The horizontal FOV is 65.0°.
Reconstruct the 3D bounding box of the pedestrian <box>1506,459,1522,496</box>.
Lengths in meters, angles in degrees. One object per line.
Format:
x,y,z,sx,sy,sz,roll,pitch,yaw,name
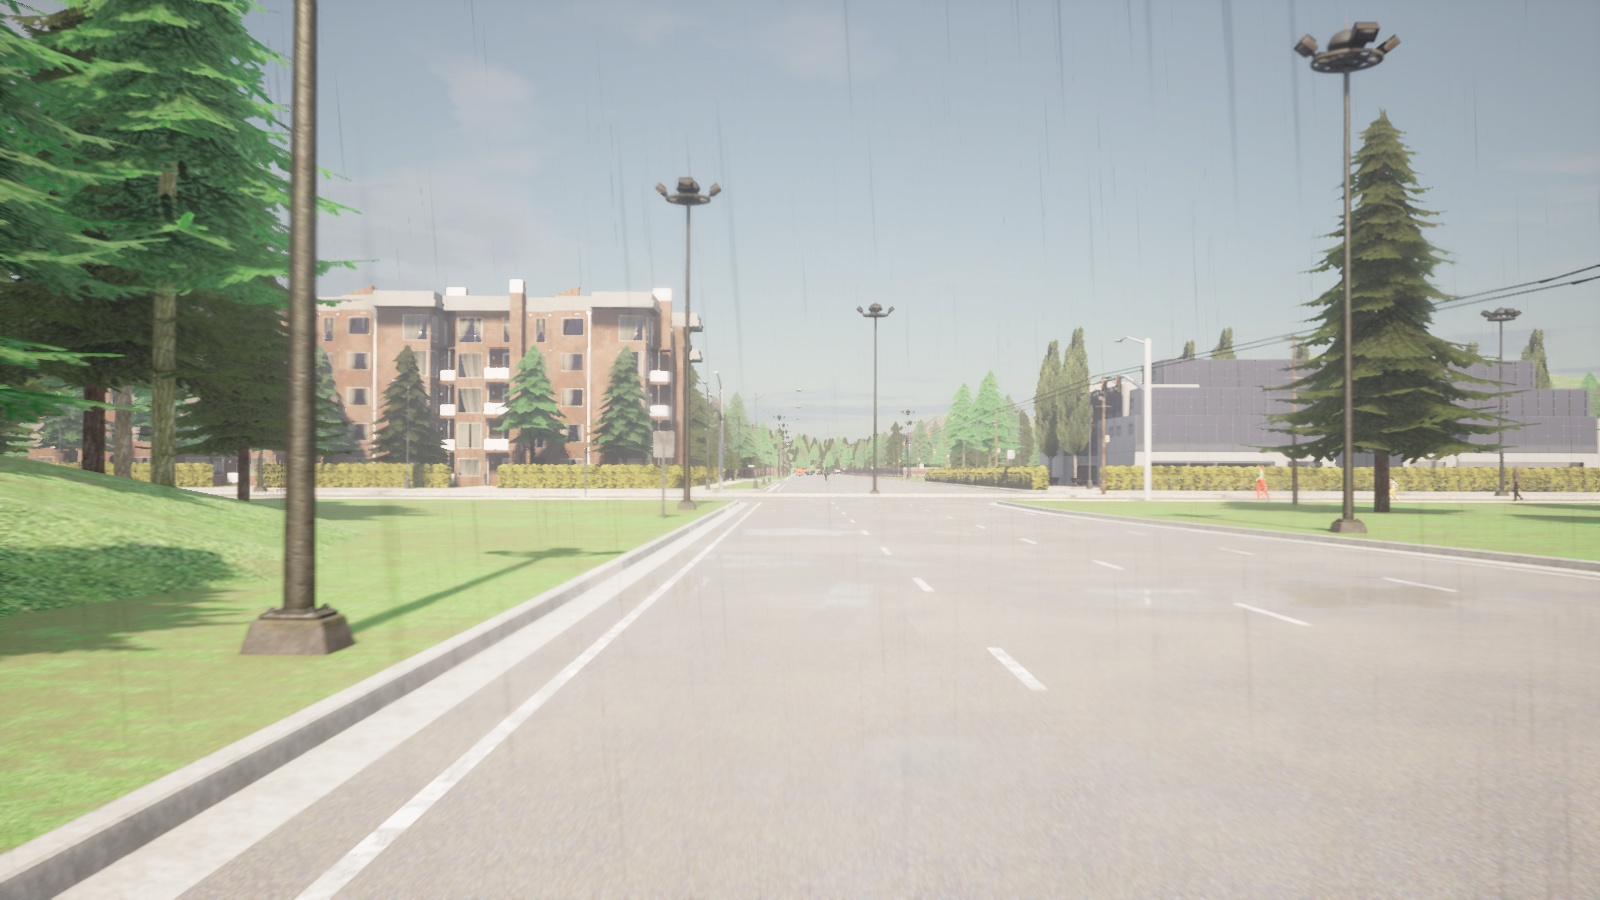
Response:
35.858,1.365,63.066,0.634,1.846,0.331,0,-1,-1,pedestrian

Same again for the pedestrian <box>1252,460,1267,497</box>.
22.852,1.406,62.453,0.594,1.836,0.345,0,-1,1,pedestrian
